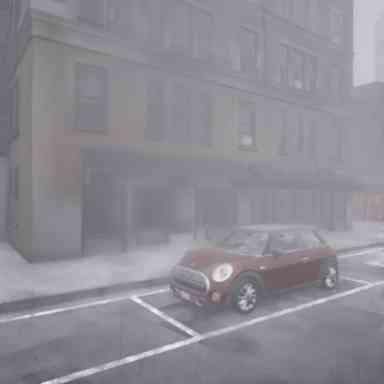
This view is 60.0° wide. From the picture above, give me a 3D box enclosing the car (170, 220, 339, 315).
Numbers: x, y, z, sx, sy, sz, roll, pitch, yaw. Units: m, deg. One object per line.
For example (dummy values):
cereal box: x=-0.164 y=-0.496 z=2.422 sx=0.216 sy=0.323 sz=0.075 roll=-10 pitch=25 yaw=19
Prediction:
car: x=1.501 y=1.494 z=7.603 sx=4.097 sy=1.590 sz=1.967 roll=1 pitch=0 yaw=-35
